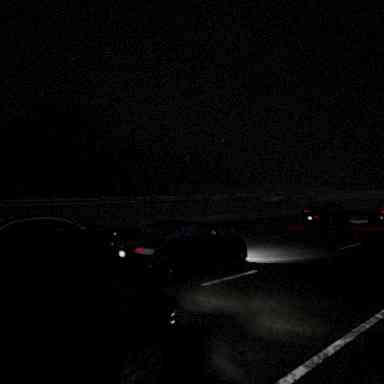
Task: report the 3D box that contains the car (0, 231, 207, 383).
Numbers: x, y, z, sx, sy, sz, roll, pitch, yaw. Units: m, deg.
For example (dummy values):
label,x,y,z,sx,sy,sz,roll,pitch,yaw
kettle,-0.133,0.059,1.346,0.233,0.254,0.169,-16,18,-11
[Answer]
label,x,y,z,sx,sy,sz,roll,pitch,yaw
car,-2.331,1.458,3.144,5.008,1.535,1.882,0,0,-42

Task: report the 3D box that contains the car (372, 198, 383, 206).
label,x,y,z,sx,sy,sz,roll,pitch,yaw
car,39.469,2.053,69.534,4.892,1.490,1.837,2,-1,-42

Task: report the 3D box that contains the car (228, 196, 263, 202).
label,x,y,z,sx,sy,sz,roll,pitch,yaw
car,6.264,1.422,34.738,4.674,1.442,1.812,0,0,-42

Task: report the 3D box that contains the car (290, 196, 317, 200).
label,x,y,z,sx,sy,sz,roll,pitch,yaw
car,16.995,1.384,49.191,4.553,1.767,2.097,1,0,-42

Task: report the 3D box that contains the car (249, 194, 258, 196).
label,x,y,z,sx,sy,sz,roll,pitch,yaw
car,12.766,1.107,70.487,1.812,1.442,4.674,1,1,32

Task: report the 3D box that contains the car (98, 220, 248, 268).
label,x,y,z,sx,sy,sz,roll,pitch,yaw
car,-0.254,1.509,9.628,4.181,1.385,1.994,0,0,-42

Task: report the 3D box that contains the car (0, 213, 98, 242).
label,x,y,z,sx,sy,sz,roll,pitch,yaw
car,-4.627,1.424,10.382,4.902,1.511,2.128,0,0,-42

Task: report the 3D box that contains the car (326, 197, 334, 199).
label,x,y,z,sx,sy,sz,roll,pitch,yaw
car,26.053,1.715,62.068,5.008,1.535,1.882,0,0,-42

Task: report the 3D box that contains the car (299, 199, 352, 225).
label,x,y,z,sx,sy,sz,roll,pitch,yaw
car,9.440,1.436,23.171,4.892,1.490,1.837,0,0,-42

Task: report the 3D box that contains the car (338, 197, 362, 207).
label,x,y,z,sx,sy,sz,roll,pitch,yaw
car,28.191,1.749,59.288,4.902,1.511,2.128,1,0,-42

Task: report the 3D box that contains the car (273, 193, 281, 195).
label,x,y,z,sx,sy,sz,roll,pitch,yaw
car,21.354,0.895,83.550,1.895,1.301,4.718,1,2,34

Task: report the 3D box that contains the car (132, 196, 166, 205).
label,x,y,z,sx,sy,sz,roll,pitch,yaw
car,-5.435,1.297,42.387,2.128,1.511,4.902,0,0,37

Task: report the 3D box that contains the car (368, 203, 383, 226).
label,x,y,z,sx,sy,sz,roll,pitch,yaw
car,13.483,1.437,22.117,5.008,1.535,1.882,0,0,-42

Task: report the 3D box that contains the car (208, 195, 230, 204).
label,x,y,z,sx,sy,sz,roll,pitch,yaw
car,4.717,1.279,57.526,1.812,1.442,4.674,1,1,32

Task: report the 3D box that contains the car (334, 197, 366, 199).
label,x,y,z,sx,sy,sz,roll,pitch,yaw
car,24.214,1.618,50.971,5.008,1.535,1.882,1,-1,-42

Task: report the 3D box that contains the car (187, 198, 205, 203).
label,x,y,z,sx,sy,sz,roll,pitch,yaw
car,1.351,1.403,39.734,5.357,1.411,2.033,0,0,-42

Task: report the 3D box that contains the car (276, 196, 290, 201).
label,x,y,z,sx,sy,sz,roll,pitch,yaw
car,14.657,1.561,51.793,5.357,1.411,2.033,1,0,-41

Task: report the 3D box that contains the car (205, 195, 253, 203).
label,x,y,z,sx,sy,sz,roll,pitch,yaw
car,4.271,1.370,37.654,4.902,1.511,2.128,0,0,-42
